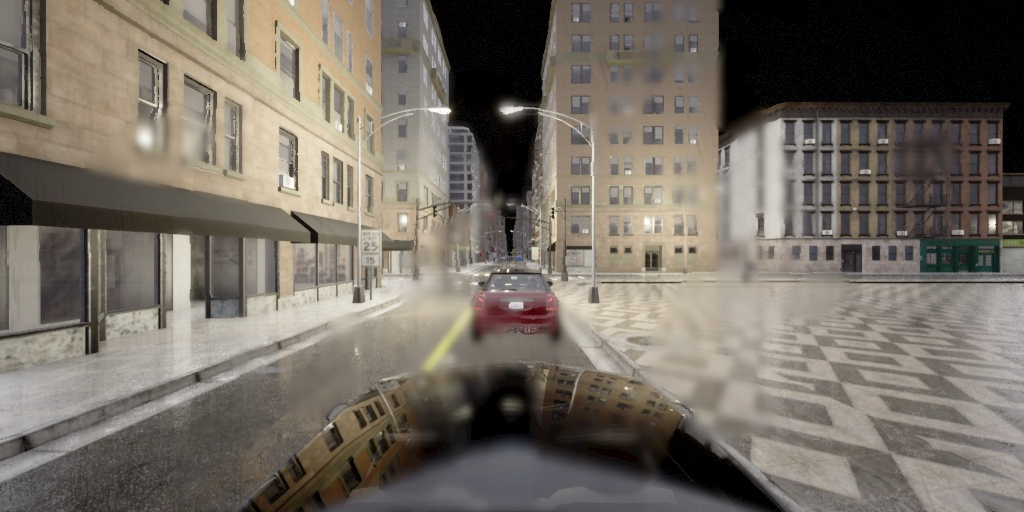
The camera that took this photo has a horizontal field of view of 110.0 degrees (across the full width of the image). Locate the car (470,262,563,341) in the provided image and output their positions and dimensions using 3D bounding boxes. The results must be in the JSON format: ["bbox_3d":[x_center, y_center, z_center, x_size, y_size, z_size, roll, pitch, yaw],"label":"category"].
[{"bbox_3d":[0.102,1.102,9.977,2.097,1.767,4.553,0,0,0],"label":"car"}]

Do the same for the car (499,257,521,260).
[{"bbox_3d":[0.050,1.101,19.793,2.097,1.767,4.553,0,0,-1],"label":"car"}]
